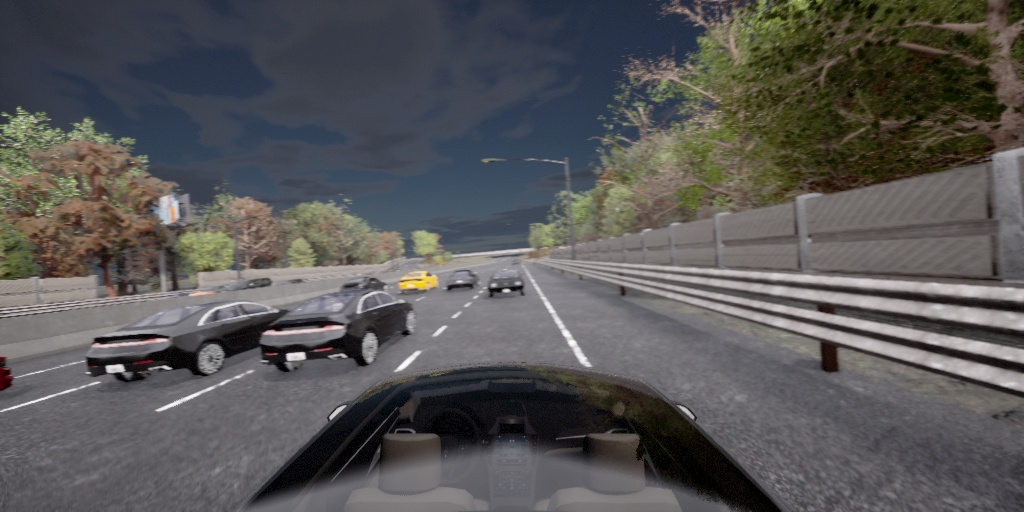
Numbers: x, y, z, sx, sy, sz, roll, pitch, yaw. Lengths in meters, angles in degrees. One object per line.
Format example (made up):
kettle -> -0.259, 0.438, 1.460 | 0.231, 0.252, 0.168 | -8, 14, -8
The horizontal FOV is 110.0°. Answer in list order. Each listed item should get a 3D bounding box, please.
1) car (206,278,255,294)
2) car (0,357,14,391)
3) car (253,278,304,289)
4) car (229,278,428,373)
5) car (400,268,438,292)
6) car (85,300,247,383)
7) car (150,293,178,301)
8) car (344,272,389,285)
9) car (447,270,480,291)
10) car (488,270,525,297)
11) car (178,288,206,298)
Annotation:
car -> -24.595, 3.164, 33.176 | 2.150, 2.045, 5.566 | -5, 0, 1
car -> -10.883, 2.151, 4.966 | 1.882, 1.535, 5.008 | -5, 0, 1
car -> -21.090, 3.004, 33.314 | 2.097, 1.767, 4.553 | -5, 0, 1
car -> -3.845, 1.592, 8.842 | 2.128, 1.511, 4.902 | -5, 0, 1
car -> -7.030, 1.926, 27.415 | 1.882, 1.535, 5.008 | -5, 0, 1
car -> -7.330, 1.885, 9.072 | 2.128, 1.511, 4.902 | -5, 0, 1
car -> -31.520, 4.132, 34.177 | 1.895, 1.301, 4.718 | -5, 0, 1
car -> -10.545, 2.241, 25.842 | 1.837, 1.490, 4.892 | -5, 0, 1
car -> -3.550, 1.717, 26.453 | 1.994, 1.385, 4.181 | -5, 0, 1
car -> -0.266, 1.451, 20.136 | 1.895, 1.301, 4.718 | -5, 0, 1
car -> -28.055, 3.589, 33.871 | 2.097, 1.767, 4.553 | -5, 0, 1
